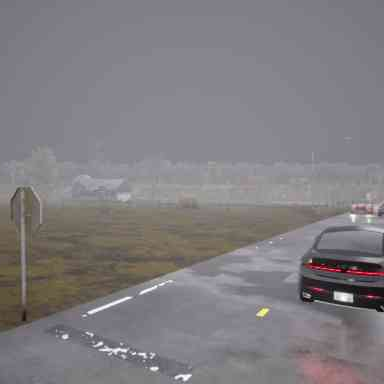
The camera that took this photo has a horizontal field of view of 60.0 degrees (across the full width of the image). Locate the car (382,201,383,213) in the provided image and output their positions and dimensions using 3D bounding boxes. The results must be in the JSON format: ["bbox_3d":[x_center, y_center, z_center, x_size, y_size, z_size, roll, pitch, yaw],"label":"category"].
[{"bbox_3d":[25.428,1.896,42.539,1.812,1.442,4.674,0,-1,32],"label":"car"}]

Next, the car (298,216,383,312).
[{"bbox_3d":[3.812,1.517,7.633,1.837,1.490,4.892,0,0,32],"label":"car"}]

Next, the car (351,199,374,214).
[{"bbox_3d":[20.032,1.644,39.049,2.097,1.767,4.553,0,-1,32],"label":"car"}]

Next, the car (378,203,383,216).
[{"bbox_3d":[20.273,1.796,34.106,1.994,1.385,4.181,0,-1,32],"label":"car"}]
